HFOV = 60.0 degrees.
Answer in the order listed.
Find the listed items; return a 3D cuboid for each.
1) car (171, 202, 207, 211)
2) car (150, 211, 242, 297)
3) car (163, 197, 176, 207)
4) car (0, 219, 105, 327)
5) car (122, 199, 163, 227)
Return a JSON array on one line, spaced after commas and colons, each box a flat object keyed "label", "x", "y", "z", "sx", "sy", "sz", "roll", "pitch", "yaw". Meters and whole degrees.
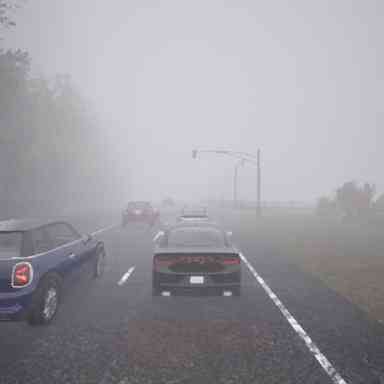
[{"label": "car", "x": 0.090, "y": 1.488, "z": 18.125, "sx": 2.128, "sy": 1.511, "sz": 4.902, "roll": 0, "pitch": 0, "yaw": 0}, {"label": "car", "x": 0.091, "y": 1.476, "z": 8.630, "sx": 1.882, "sy": 1.535, "sz": 5.008, "roll": 0, "pitch": 0, "yaw": 0}, {"label": "car", "x": -3.458, "y": 1.492, "z": 50.241, "sx": 1.837, "sy": 1.490, "sz": 4.892, "roll": 0, "pitch": 0, "yaw": 0}, {"label": "car", "x": -3.408, "y": 1.351, "z": 7.200, "sx": 2.097, "sy": 1.767, "sz": 4.553, "roll": 0, "pitch": 0, "yaw": 0}, {"label": "car", "x": -3.425, "y": 1.348, "z": 23.123, "sx": 2.097, "sy": 1.767, "sz": 4.553, "roll": 0, "pitch": 0, "yaw": 0}]
